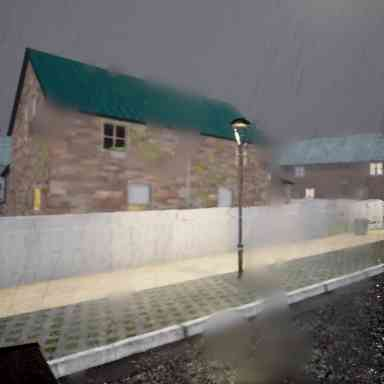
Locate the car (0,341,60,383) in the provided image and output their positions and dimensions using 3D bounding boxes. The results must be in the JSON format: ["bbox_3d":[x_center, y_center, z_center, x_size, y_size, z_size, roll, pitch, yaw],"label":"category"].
[{"bbox_3d":[-2.846,1.608,1.129,4.718,1.301,1.895,0,0,-35],"label":"car"}]
